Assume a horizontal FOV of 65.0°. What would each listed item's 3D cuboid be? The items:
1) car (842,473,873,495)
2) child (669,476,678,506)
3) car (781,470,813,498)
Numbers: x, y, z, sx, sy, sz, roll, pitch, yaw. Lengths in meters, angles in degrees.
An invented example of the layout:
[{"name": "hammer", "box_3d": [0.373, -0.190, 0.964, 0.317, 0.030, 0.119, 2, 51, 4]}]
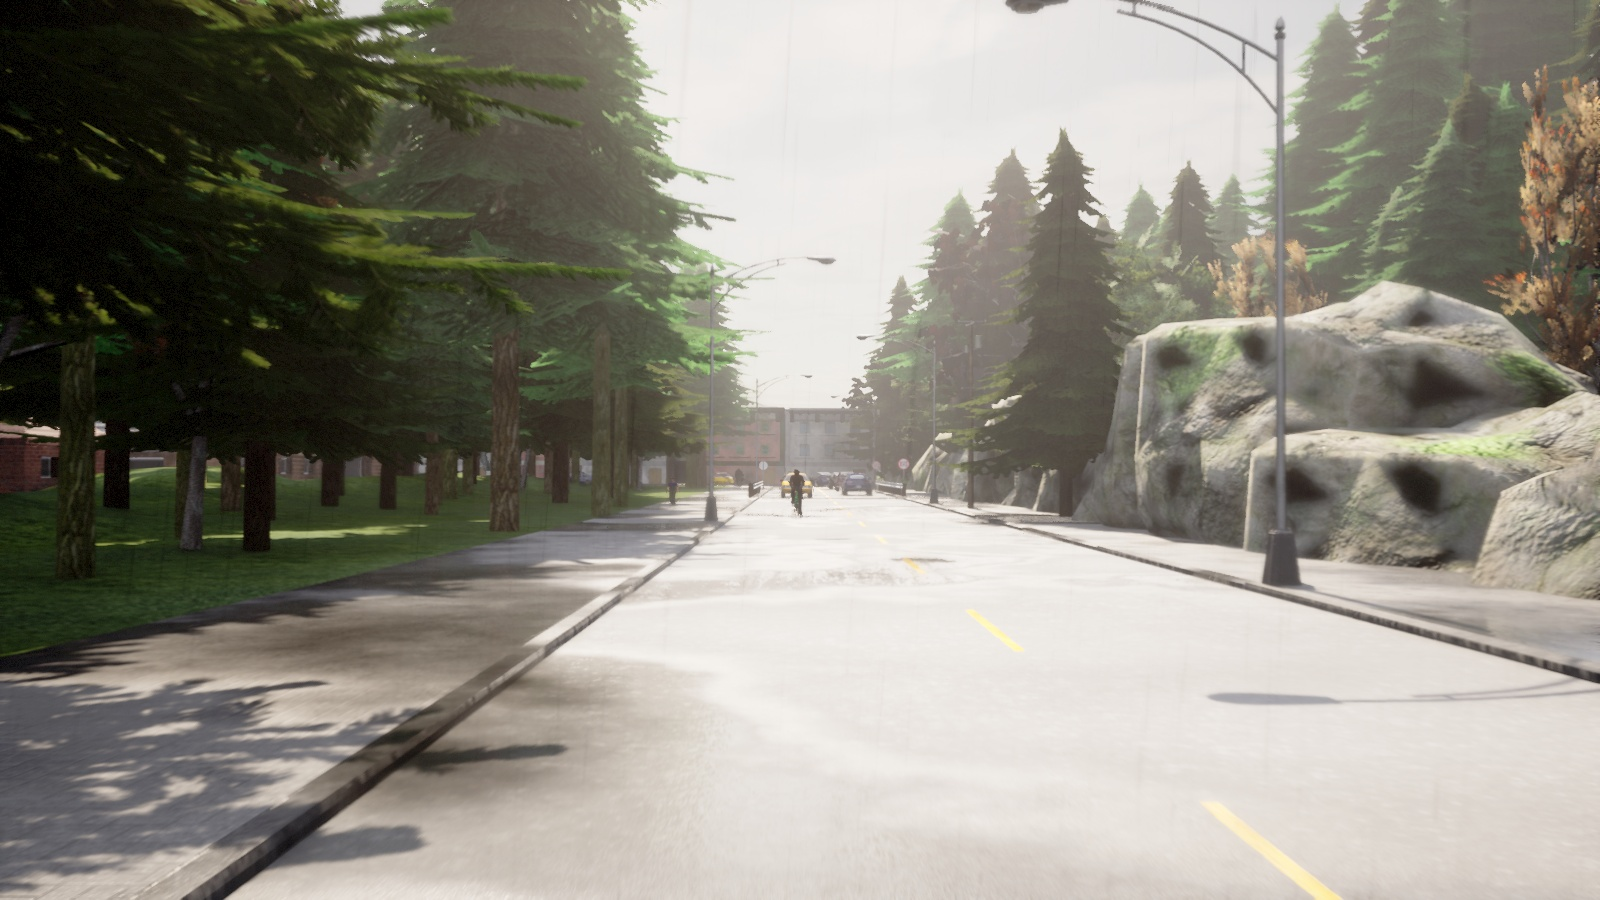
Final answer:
[{"name": "car", "box_3d": [3.763, 2.210, 82.730, 1.812, 1.442, 4.674, 0, -1, 0]}, {"name": "child", "box_3d": [-5.229, 1.695, 51.925, 0.270, 1.263, 0.437, 0, -1, 5]}, {"name": "car", "box_3d": [-0.182, 1.991, 73.908, 1.801, 1.575, 5.366, 0, -1, 0]}]
